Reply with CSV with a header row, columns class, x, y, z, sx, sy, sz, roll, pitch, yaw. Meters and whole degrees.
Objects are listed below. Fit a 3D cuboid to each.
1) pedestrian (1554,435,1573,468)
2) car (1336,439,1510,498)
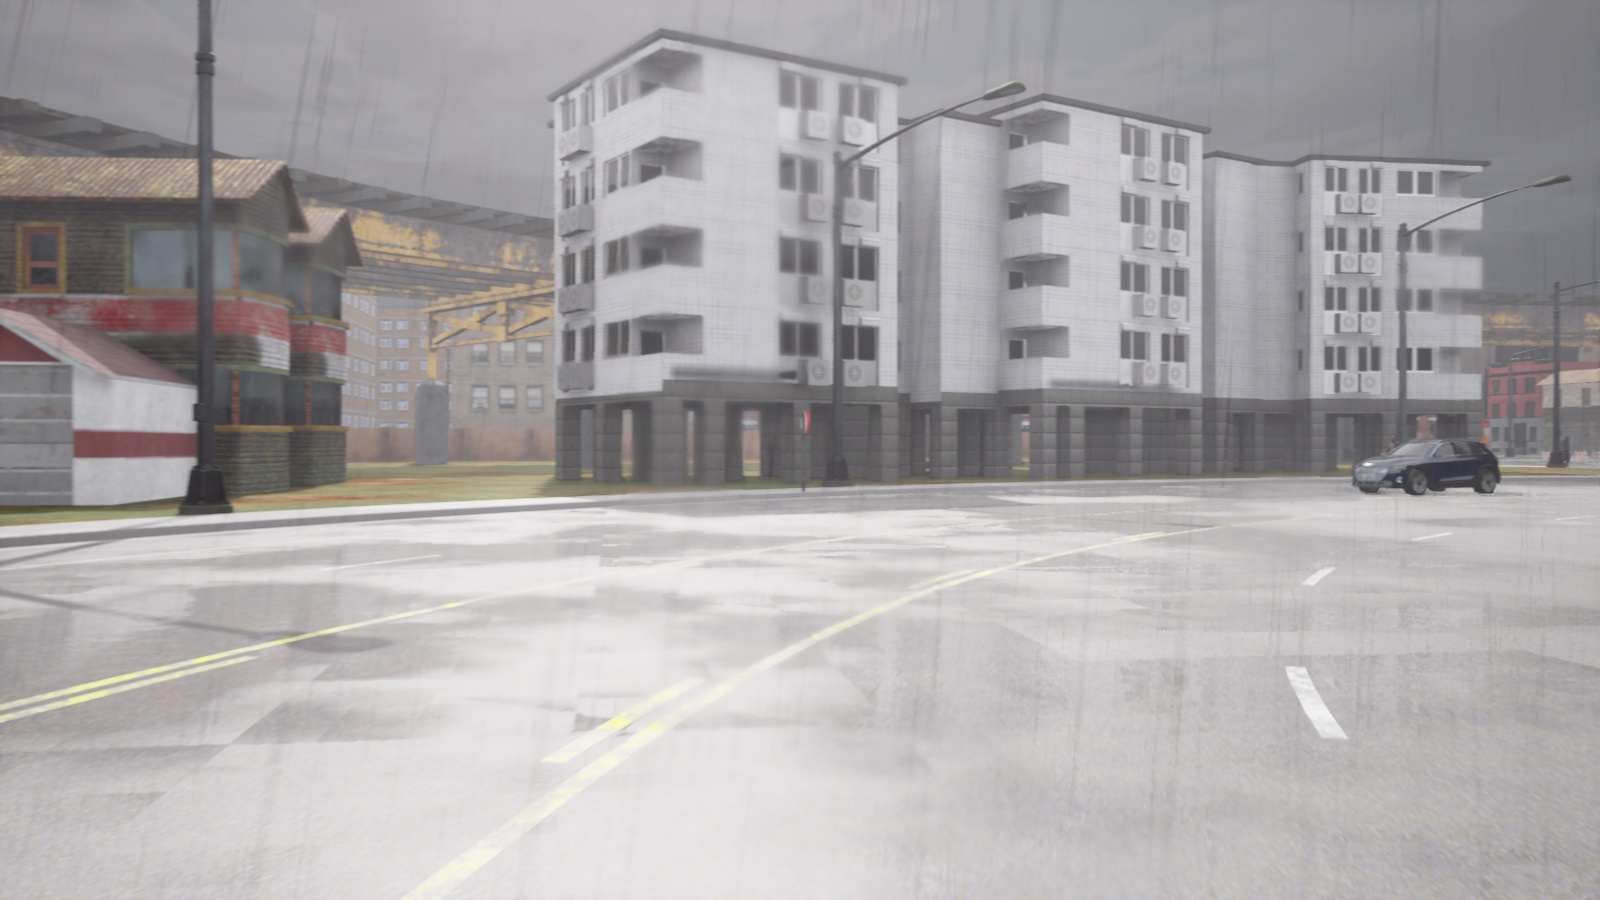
class,x,y,z,sx,sy,sz,roll,pitch,yaw
pedestrian,42.696,0.091,70.225,0.540,1.848,0.694,0,0,-15
car,18.400,0.505,37.070,4.856,1.649,2.033,0,0,-25
